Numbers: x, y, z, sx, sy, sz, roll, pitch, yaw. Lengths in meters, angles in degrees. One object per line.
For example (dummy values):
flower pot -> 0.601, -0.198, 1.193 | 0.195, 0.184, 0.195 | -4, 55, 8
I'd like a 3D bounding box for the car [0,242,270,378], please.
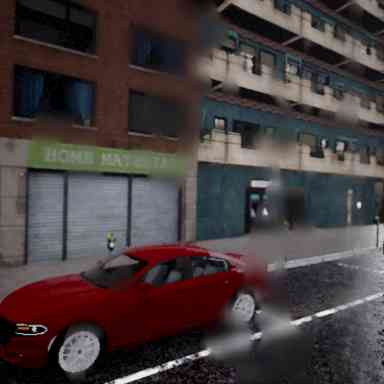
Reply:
car -> -0.652, 1.586, 5.575 | 4.507, 1.381, 1.887 | 1, 0, -35
